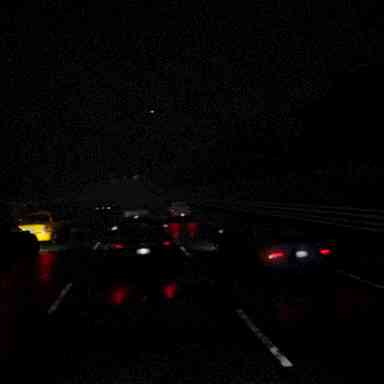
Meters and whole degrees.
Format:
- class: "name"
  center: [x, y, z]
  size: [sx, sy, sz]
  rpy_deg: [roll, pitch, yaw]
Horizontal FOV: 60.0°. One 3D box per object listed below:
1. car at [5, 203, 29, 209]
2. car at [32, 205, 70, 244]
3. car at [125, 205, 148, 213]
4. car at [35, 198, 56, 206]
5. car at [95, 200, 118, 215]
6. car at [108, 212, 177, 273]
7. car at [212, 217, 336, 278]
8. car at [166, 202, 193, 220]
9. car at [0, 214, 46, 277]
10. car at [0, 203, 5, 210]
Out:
- class: "car"
  center: [-26.820, 2.386, 51.829]
  size: [1.812, 1.442, 4.674]
  rpy_deg: [-2, 0, -10]
- class: "car"
  center: [-7.392, 1.646, 16.620]
  size: [1.801, 1.575, 5.366]
  rpy_deg: [-2, 0, -10]
- class: "car"
  center: [-4.812, 1.741, 28.745]
  size: [1.895, 1.301, 4.718]
  rpy_deg: [-2, 0, -10]
- class: "car"
  center: [-23.665, 1.999, 54.081]
  size: [2.150, 2.045, 5.566]
  rpy_deg: [-2, 0, -9]
- class: "car"
  center: [-10.317, 1.878, 39.463]
  size: [2.033, 1.411, 5.357]
  rpy_deg: [-2, 0, -10]
- class: "car"
  center: [-1.676, 1.593, 11.018]
  size: [1.994, 1.385, 4.181]
  rpy_deg: [-2, 0, -10]
- class: "car"
  center: [2.055, 1.471, 10.009]
  size: [2.033, 1.411, 5.357]
  rpy_deg: [-2, 0, -10]
- class: "car"
  center: [-1.134, 1.559, 28.030]
  size: [1.812, 1.442, 4.674]
  rpy_deg: [-2, 0, -10]
- class: "car"
  center: [-6.310, 1.686, 10.521]
  size: [1.812, 1.442, 4.674]
  rpy_deg: [-2, 0, -10]
- class: "car"
  center: [-30.378, 2.467, 51.894]
  size: [1.837, 1.490, 4.892]
  rpy_deg: [-2, 0, -10]
